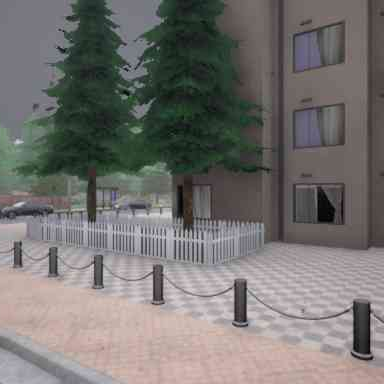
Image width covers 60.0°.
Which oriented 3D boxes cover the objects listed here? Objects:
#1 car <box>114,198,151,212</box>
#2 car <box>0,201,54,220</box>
[{"bbox_3d":[-6.847,1.477,38.673,2.128,1.511,4.902,0,0,37],"label":"car"},{"bbox_3d":[-14.321,1.510,28.705,1.812,1.442,4.674,0,0,37],"label":"car"}]
